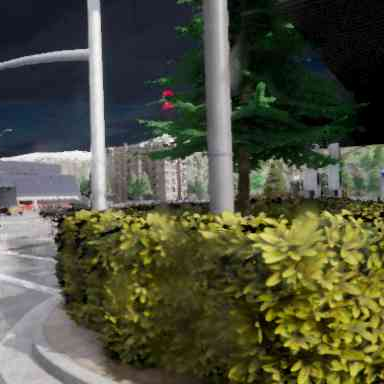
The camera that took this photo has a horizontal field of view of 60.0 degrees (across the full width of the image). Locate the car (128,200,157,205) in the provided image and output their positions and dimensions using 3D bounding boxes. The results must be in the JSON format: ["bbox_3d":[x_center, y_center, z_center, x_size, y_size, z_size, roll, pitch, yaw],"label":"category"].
[{"bbox_3d":[-7.857,2.181,48.107,4.514,1.523,2.007,-2,-1,35],"label":"car"}]

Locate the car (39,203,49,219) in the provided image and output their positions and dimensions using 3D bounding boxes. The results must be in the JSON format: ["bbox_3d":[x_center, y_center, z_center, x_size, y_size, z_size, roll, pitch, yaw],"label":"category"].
[{"bbox_3d":[-15.678,2.142,38.384,4.605,1.855,1.932,-2,-1,35],"label":"car"}]

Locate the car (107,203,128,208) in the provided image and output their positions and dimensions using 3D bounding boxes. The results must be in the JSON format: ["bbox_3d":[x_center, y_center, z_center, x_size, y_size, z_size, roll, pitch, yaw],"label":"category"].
[{"bbox_3d":[-8.751,2.133,33.486,3.806,1.475,1.970,-2,-1,35],"label":"car"}]

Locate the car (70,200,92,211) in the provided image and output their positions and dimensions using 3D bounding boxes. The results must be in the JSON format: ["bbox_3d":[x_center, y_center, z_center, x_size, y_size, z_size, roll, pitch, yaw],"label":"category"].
[{"bbox_3d":[-20.562,2.502,61.450,3.866,1.878,1.905,-2,-1,35],"label":"car"}]

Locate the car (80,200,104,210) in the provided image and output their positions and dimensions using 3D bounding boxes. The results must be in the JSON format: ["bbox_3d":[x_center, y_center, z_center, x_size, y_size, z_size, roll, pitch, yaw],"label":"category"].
[{"bbox_3d":[-19.209,2.504,64.055,4.605,1.855,1.932,-2,-1,35],"label":"car"}]

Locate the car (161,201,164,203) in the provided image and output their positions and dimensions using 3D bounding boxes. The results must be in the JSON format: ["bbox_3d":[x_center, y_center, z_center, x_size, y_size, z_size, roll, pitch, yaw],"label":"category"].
[{"bbox_3d":[-3.989,2.374,72.361,3.806,1.475,1.970,-2,-1,35],"label":"car"}]

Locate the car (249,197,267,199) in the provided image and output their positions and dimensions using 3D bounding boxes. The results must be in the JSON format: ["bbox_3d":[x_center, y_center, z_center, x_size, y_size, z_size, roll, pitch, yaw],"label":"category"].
[{"bbox_3d":[11.106,1.723,61.399,5.027,1.636,2.152,-2,-1,35],"label":"car"}]

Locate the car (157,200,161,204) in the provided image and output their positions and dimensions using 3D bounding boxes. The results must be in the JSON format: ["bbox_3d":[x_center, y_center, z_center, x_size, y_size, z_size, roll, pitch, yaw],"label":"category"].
[{"bbox_3d":[-8.293,2.569,79.098,3.633,1.501,1.845,-2,-1,35],"label":"car"}]

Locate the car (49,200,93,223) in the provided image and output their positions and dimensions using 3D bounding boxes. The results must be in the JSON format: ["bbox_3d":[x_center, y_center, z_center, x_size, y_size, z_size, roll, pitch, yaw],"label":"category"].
[{"bbox_3d":[-11.188,1.905,31.138,3.866,1.878,1.905,-2,-1,35],"label":"car"}]

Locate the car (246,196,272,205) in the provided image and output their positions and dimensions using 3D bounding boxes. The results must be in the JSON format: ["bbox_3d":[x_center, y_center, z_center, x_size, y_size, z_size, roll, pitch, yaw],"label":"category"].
[{"bbox_3d":[12.886,1.699,63.983,4.514,1.523,2.007,-2,-1,35],"label":"car"}]

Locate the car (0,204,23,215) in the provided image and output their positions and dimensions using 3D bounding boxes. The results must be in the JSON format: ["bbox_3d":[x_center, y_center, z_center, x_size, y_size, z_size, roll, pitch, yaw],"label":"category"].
[{"bbox_3d":[-27.991,2.721,51.036,5.027,1.636,2.152,-2,-1,35],"label":"car"}]

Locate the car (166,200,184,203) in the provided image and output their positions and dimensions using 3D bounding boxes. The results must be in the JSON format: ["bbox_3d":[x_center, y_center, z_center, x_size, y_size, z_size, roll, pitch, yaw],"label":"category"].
[{"bbox_3d":[-2.017,2.090,56.216,3.633,1.501,1.845,-2,-1,35],"label":"car"}]
